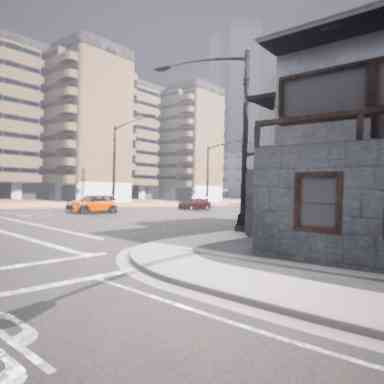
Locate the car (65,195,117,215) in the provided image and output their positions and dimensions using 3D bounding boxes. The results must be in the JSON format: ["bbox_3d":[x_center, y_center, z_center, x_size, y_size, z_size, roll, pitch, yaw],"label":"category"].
[{"bbox_3d":[-9.038,1.074,29.981,2.097,1.767,4.553,2,0,40],"label":"car"}]

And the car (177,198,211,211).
[{"bbox_3d":[0.315,1.537,41.078,1.882,1.535,5.008,2,0,40],"label":"car"}]
